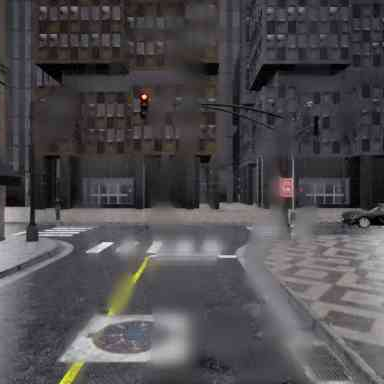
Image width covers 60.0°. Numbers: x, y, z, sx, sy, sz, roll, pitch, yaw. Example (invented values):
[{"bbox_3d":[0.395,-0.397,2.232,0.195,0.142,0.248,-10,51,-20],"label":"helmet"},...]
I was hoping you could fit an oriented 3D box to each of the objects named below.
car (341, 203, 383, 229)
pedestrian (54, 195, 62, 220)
[{"bbox_3d":[12.056,1.458,21.021,5.008,1.535,1.882,0,0,1],"label":"car"},{"bbox_3d":[-9.815,1.152,24.321,0.375,1.860,0.375,0,0,1],"label":"pedestrian"}]
